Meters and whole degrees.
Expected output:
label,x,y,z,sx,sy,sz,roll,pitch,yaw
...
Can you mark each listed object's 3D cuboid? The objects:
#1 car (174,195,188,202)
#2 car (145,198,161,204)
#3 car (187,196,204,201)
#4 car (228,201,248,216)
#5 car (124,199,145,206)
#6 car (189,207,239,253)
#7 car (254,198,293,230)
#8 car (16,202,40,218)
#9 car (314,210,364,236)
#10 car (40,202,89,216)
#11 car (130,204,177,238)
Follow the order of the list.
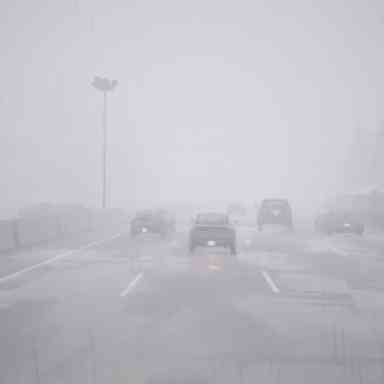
label,x,y,z,sx,sy,sz,roll,pitch,yaw
car,-2.138,1.750,72.631,2.150,2.045,5.566,0,-1,19
car,-7.853,2.033,66.613,2.128,1.511,4.902,0,0,19
car,1.190,2.029,71.548,1.837,1.490,4.892,0,-1,19
car,5.077,1.840,37.397,1.837,1.490,4.892,0,-1,14
car,-11.751,2.064,65.998,1.994,1.385,4.181,0,0,19
car,0.945,1.631,14.490,1.837,1.490,4.892,0,-1,6
car,5.568,1.438,22.969,2.150,2.045,5.566,0,-1,9
car,-14.408,1.713,31.465,1.837,1.490,4.892,0,-1,11
car,8.686,1.768,20.019,1.994,1.385,4.181,0,0,8
car,-11.124,1.714,29.984,1.837,1.490,4.892,0,-1,11
car,-2.069,1.656,18.882,1.837,1.490,4.892,0,-1,7
